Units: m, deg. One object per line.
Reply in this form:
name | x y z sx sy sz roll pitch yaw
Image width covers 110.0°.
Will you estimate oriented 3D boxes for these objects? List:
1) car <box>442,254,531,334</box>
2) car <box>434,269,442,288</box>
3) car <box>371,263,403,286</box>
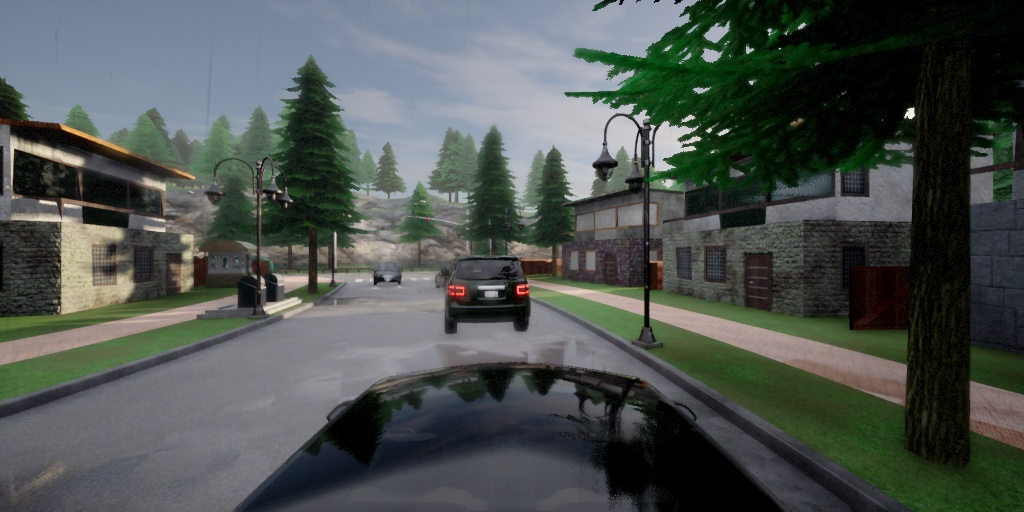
car | -0.937 0.971 10.895 2.150 2.045 5.566 0 0 -10
car | -3.324 1.297 21.098 2.033 1.411 5.357 0 0 -21
car | -8.968 1.259 25.727 2.128 1.511 4.902 0 0 -20
